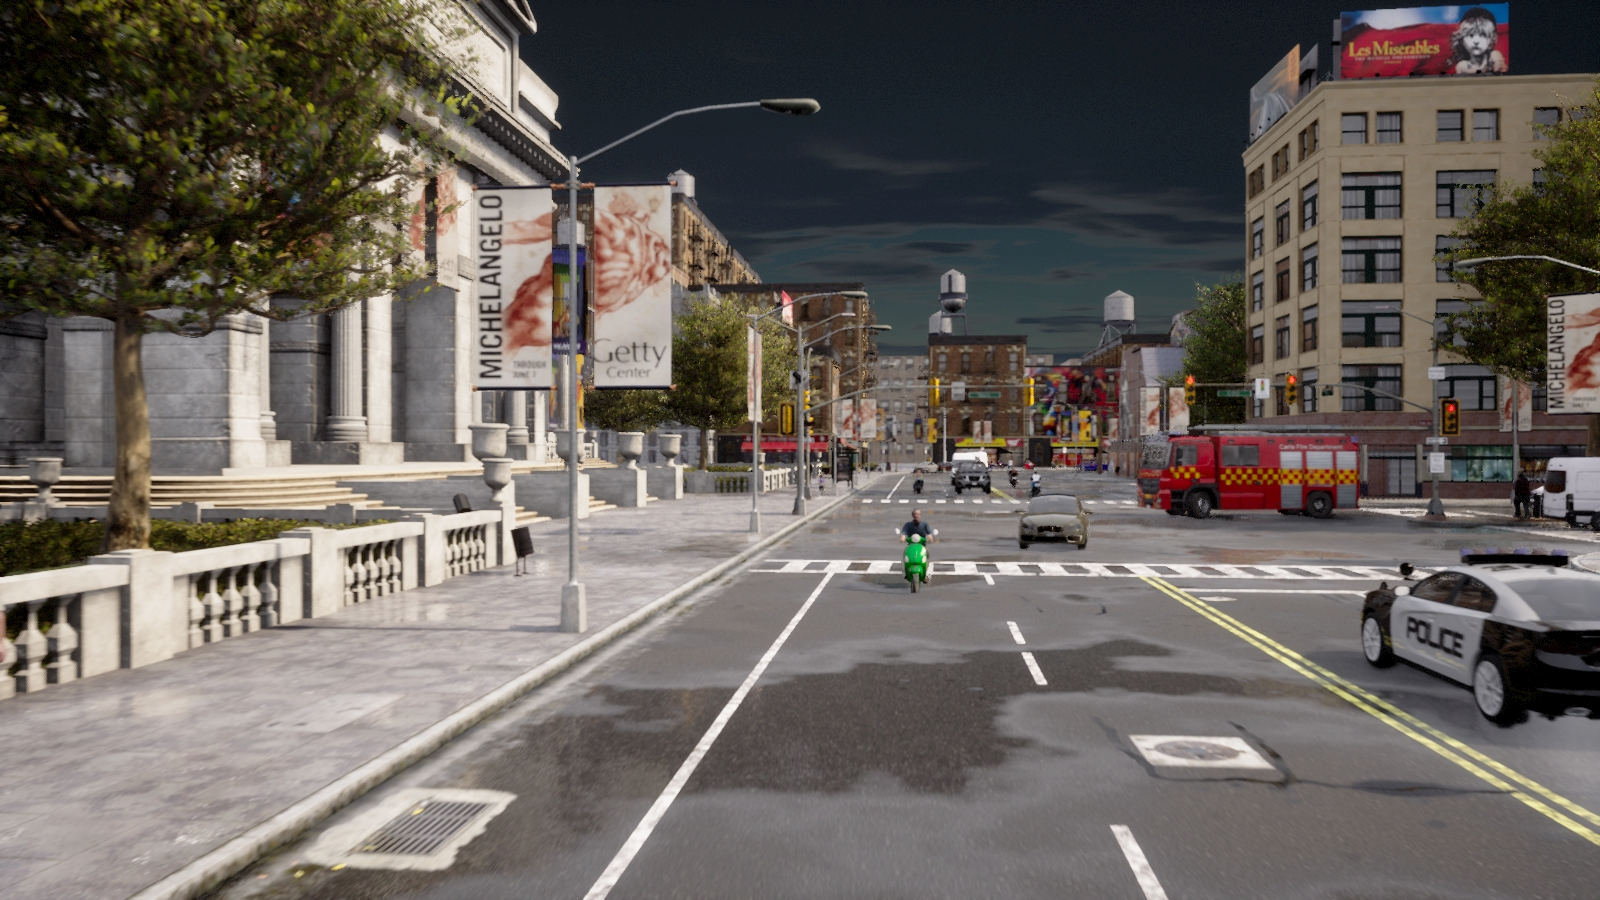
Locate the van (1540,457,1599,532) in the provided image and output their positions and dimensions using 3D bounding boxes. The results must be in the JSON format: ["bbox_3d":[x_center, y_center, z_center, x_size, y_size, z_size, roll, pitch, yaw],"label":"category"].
[{"bbox_3d":[29.471,1.539,39.795,5.915,2.561,1.988,0,0,10],"label":"van"}]

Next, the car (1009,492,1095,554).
[{"bbox_3d":[7.470,2.061,33.492,2.231,1.480,4.892,0,0,15],"label":"car"}]

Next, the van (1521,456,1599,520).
[{"bbox_3d":[33.407,1.540,47.110,5.915,2.561,1.988,0,0,6],"label":"van"}]

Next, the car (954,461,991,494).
[{"bbox_3d":[11.314,1.778,75.143,2.150,2.045,5.566,0,0,6],"label":"car"}]

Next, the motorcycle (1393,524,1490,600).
[{"bbox_3d":[12.651,2.171,22.627,0.764,1.277,2.356,0,0,5],"label":"motorcycle"}]

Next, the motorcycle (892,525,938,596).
[{"bbox_3d":[2.315,2.181,22.855,0.856,1.236,1.805,0,0,8],"label":"motorcycle"}]

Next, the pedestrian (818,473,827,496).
[{"bbox_3d":[1.292,1.973,65.407,0.375,1.300,0.375,0,0,-30],"label":"pedestrian"}]

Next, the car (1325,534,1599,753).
[{"bbox_3d":[8.057,1.983,13.118,2.097,1.638,5.238,0,0,6],"label":"car"}]

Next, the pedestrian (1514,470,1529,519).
[{"bbox_3d":[27.683,1.707,43.833,0.375,1.860,0.375,0,0,6],"label":"pedestrian"}]

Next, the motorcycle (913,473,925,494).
[{"bbox_3d":[7.687,2.168,73.804,0.764,1.277,2.356,0,0,6],"label":"motorcycle"}]

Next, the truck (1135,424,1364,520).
[{"bbox_3d":[18.643,0.892,47.653,8.468,3.827,2.891,0,0,-5],"label":"truck"}]
